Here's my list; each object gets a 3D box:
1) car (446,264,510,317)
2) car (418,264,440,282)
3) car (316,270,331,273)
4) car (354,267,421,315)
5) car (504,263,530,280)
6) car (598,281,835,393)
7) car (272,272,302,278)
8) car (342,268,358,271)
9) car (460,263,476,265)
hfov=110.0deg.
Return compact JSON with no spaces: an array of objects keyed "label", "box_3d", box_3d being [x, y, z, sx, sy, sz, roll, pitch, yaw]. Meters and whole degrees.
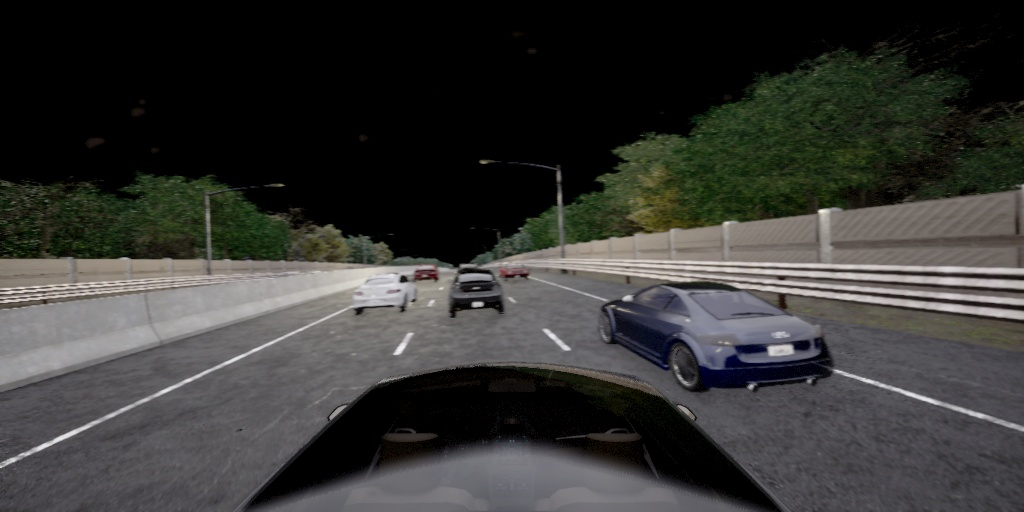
[{"label":"car","box_3d":[-1.394,1.249,13.468,1.837,1.490,4.892,-3,0,-8]},{"label":"car","box_3d":[-7.328,1.462,31.167,1.882,1.535,5.008,-3,0,-8]},{"label":"car","box_3d":[-23.476,2.459,44.924,1.994,1.385,4.181,-3,-1,-8]},{"label":"car","box_3d":[-5.096,1.431,14.751,1.812,1.442,4.674,-3,0,-8]},{"label":"car","box_3d":[0.086,1.230,28.572,1.895,1.301,4.718,-3,0,-8]},{"label":"car","box_3d":[3.089,1.145,6.460,1.994,1.385,4.181,-3,0,-8]},{"label":"car","box_3d":[-26.771,2.627,43.156,1.895,1.301,4.718,-3,-1,-8]},{"label":"car","box_3d":[-19.820,2.179,43.892,1.882,1.535,5.008,-3,-1,-8]},{"label":"car","box_3d":[-3.642,1.311,30.006,1.837,1.490,4.892,-3,0,-8]}]
